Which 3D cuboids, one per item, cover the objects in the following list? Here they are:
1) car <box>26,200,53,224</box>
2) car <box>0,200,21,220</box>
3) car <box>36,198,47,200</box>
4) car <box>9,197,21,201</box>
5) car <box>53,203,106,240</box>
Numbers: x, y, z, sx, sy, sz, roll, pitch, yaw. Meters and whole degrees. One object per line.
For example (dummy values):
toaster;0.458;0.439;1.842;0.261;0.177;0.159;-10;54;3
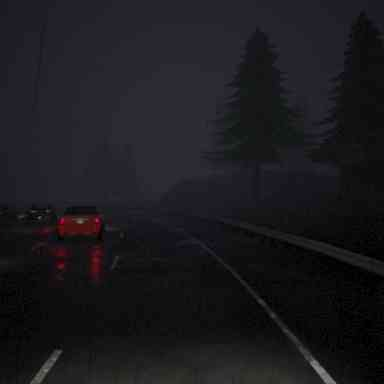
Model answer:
car;-11.622;1.627;25.949;2.128;1.511;4.902;0;0;-19
car;-16.767;1.720;29.647;1.994;1.385;4.181;0;0;-22
car;-31.989;1.895;70.566;1.812;1.442;4.674;0;0;-43
car;-43.142;1.914;80.889;1.994;1.385;4.181;0;0;-43
car;-5.743;1.444;17.747;2.097;1.767;4.553;0;0;-12
